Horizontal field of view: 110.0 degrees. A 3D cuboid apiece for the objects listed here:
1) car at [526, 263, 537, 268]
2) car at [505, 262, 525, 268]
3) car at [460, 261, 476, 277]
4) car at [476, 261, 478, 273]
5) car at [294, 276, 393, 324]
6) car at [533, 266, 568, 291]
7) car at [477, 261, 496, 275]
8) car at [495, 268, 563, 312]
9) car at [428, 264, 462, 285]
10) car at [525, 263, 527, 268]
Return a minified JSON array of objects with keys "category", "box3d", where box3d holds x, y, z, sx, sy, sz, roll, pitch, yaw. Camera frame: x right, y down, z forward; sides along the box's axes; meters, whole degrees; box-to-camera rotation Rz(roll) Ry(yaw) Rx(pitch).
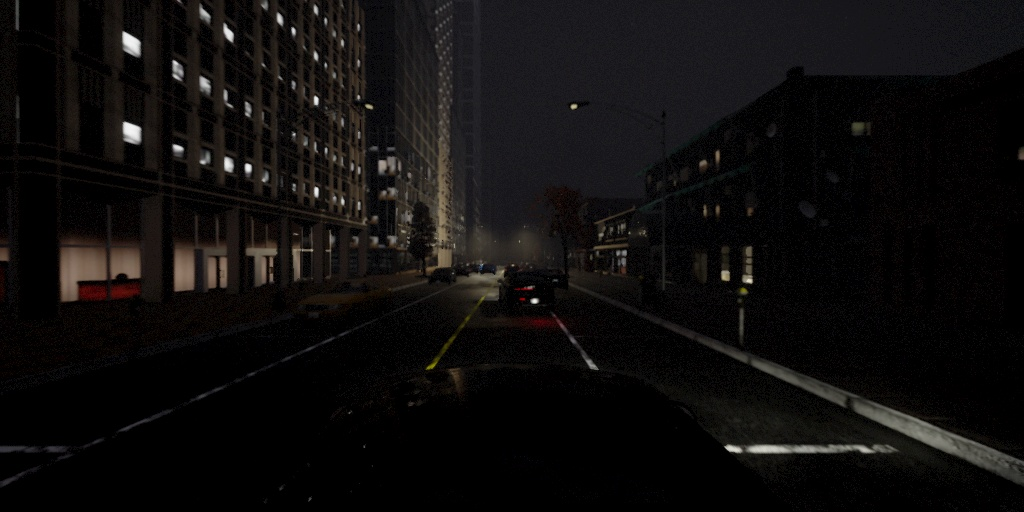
[{"category":"car","box3d":[2.686,1.653,35.334,1.888,1.381,4.507,0,0,0]},{"category":"car","box3d":[0.094,1.732,40.898,1.994,1.385,4.181,0,-1,0]},{"category":"car","box3d":[-5.662,1.610,41.031,1.967,1.591,4.097,0,0,0]},{"category":"car","box3d":[-5.664,1.857,52.319,1.948,1.339,4.313,0,0,0]},{"category":"car","box3d":[-5.658,1.395,12.642,1.751,1.417,4.829,0,0,0]},{"category":"car","box3d":[2.688,1.554,24.046,1.948,1.339,4.313,0,0,0]},{"category":"car","box3d":[-3.069,1.711,47.024,1.882,1.535,5.008,0,-1,0]},{"category":"car","box3d":[0.523,1.397,15.169,1.837,1.490,4.892,0,-1,-7]},{"category":"car","box3d":[-5.661,1.616,29.743,1.948,1.339,4.313,0,0,0]},{"category":"car","box3d":[2.685,1.750,40.977,1.802,1.307,4.207,0,0,0]}]
